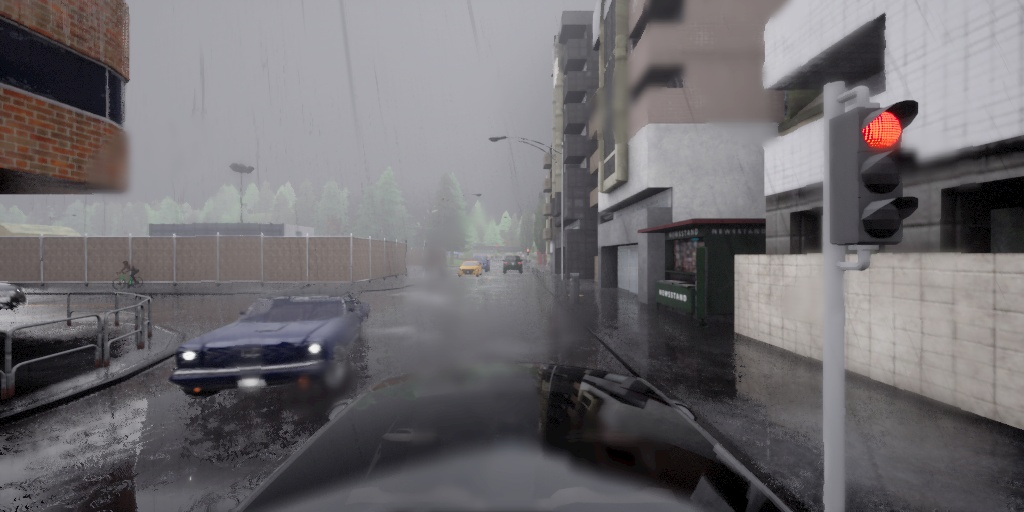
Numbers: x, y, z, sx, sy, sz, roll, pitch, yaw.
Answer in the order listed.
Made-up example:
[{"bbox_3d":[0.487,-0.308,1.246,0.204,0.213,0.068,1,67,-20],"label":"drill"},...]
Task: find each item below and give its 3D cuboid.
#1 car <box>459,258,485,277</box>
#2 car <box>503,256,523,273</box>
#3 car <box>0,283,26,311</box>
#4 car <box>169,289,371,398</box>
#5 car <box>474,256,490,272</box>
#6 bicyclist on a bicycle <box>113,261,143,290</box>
[{"bbox_3d":[-4.105,1.228,35.815,1.882,1.535,5.008,0,0,0],"label":"car"},{"bbox_3d":[0.095,0.972,42.691,2.150,2.045,5.566,0,0,0],"label":"car"},{"bbox_3d":[-19.943,1.242,12.325,4.902,1.511,2.128,0,0,0],"label":"car"},{"bbox_3d":[-3.949,1.351,6.803,1.895,1.301,4.718,0,0,-15],"label":"car"},{"bbox_3d":[-4.072,0.971,46.517,2.150,2.045,5.566,0,0,0],"label":"car"},{"bbox_3d":[-22.177,1.099,20.723,0.582,1.620,1.656,0,0,0],"label":"bicyclist on a bicycle"}]
